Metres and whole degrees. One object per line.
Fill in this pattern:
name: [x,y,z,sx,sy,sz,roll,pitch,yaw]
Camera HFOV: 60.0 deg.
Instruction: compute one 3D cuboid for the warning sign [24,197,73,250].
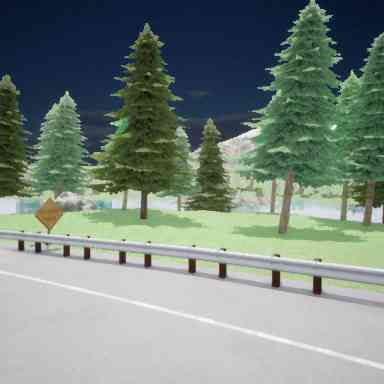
warning sign: [-5.402,1.114,12.571,1.060,1.860,1.300,0,0,29]
